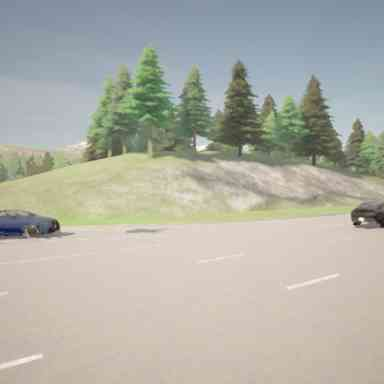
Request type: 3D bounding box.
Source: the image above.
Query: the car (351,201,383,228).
[{"bbox_3d":[11.848,1.334,20.794,4.892,1.490,1.837,-1,0,-35],"label":"car"}]

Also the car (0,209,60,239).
[{"bbox_3d":[-8.862,1.545,16.556,4.181,1.385,1.994,0,0,-4],"label":"car"}]
